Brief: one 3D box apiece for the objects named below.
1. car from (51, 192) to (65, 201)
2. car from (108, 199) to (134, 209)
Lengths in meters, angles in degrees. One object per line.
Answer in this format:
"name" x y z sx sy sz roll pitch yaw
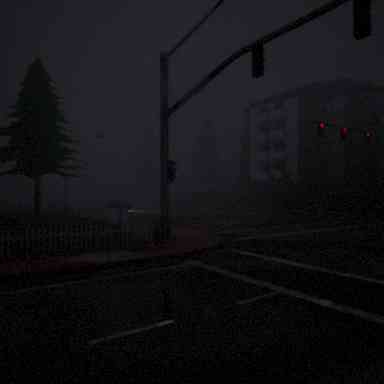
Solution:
"car" -35.226 1.114 87.656 2.150 2.045 5.566 0 0 -42
"car" -9.278 1.574 43.165 1.895 1.301 4.718 0 0 -34
